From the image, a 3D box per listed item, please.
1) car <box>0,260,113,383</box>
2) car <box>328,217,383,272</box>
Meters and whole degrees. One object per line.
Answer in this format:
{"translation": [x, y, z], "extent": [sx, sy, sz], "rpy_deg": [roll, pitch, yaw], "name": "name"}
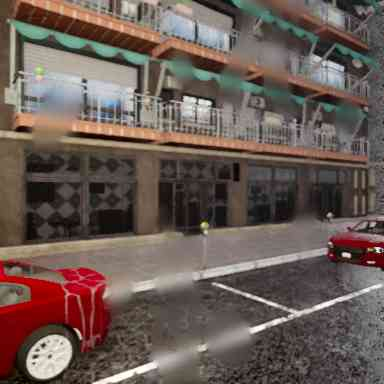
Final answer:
{"translation": [-3.193, 1.548, 3.812], "extent": [4.507, 1.381, 1.887], "rpy_deg": [0, 1, -36], "name": "car"}
{"translation": [6.065, 1.470, 10.430], "extent": [4.507, 1.381, 1.887], "rpy_deg": [0, 1, -36], "name": "car"}
